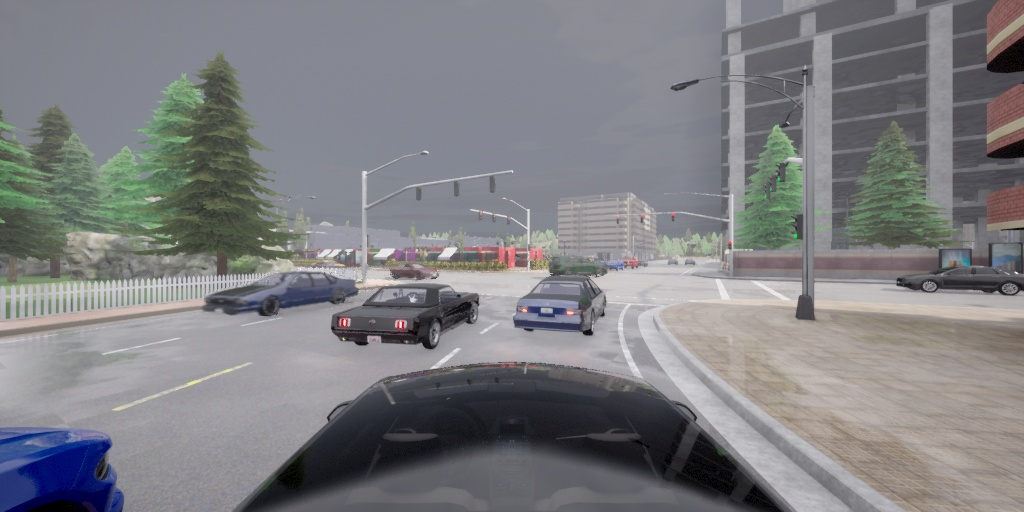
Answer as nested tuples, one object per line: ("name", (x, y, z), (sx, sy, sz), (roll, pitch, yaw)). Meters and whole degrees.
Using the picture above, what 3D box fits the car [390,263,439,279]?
("car", (-8.464, 1.331, 31.025), (4.674, 1.442, 1.812), (0, 0, 30))

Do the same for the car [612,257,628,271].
("car", (13.943, 1.228, 48.927), (1.882, 1.535, 5.008), (0, 0, 30))

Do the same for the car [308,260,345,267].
("car", (-19.009, 1.353, 37.117), (5.357, 1.411, 2.033), (0, 0, 30))

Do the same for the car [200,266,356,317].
("car", (-8.249, 1.297, 13.555), (2.033, 1.411, 5.357), (0, 0, 17))

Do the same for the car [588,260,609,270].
("car", (13.270, 1.351, 54.817), (1.895, 1.301, 4.718), (0, 0, 30))

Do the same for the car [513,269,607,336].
("car", (1.655, 1.297, 10.576), (2.033, 1.411, 5.357), (0, 0, 20))

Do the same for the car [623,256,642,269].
("car", (18.721, 0.972, 57.301), (2.150, 2.045, 5.566), (0, 0, 30))

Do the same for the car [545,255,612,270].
("car", (6.009, 1.016, 33.031), (5.566, 2.045, 2.150), (0, 1, -21))

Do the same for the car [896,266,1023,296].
("car", (24.995, 1.310, 20.017), (4.892, 1.490, 1.837), (0, 0, 30))

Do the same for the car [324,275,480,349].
("car", (-2.278, 1.351, 9.211), (1.895, 1.301, 4.718), (0, 0, 11))
